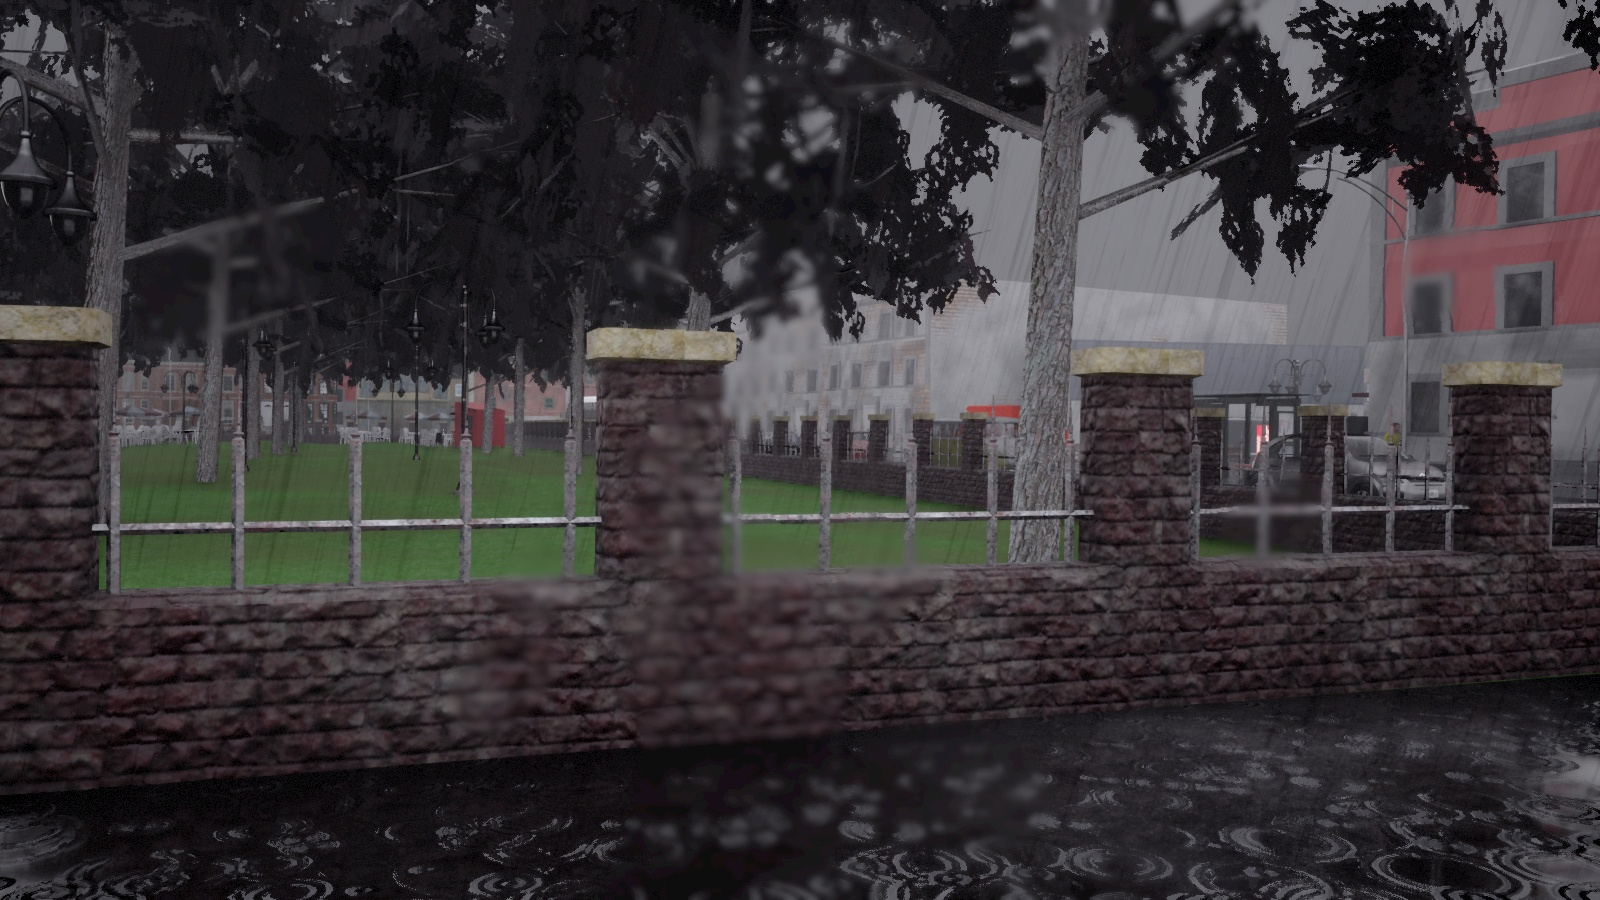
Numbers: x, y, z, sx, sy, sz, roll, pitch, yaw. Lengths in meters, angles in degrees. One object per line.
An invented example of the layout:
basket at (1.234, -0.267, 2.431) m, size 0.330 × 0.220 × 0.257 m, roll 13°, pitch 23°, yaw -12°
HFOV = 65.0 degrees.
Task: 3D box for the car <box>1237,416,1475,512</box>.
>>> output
car at (10.278, 0.202, 23.553) m, size 1.851 × 1.617 × 3.988 m, roll -1°, pitch 1°, yaw -19°

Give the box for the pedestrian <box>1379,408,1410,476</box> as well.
pedestrian at (16.138, -0.221, 34.090) m, size 0.354 × 1.836 × 0.706 m, roll -1°, pitch 1°, yaw -19°

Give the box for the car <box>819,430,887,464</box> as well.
car at (2.397, -0.151, 57.621) m, size 1.845 × 1.501 × 3.633 m, roll -1°, pitch 1°, yaw -20°

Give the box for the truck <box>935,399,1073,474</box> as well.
truck at (7.093, -0.488, 44.394) m, size 2.627 × 2.467 × 5.204 m, roll -1°, pitch 1°, yaw -20°

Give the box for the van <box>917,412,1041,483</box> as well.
van at (5.272, -0.121, 37.591) m, size 1.775 × 1.987 × 4.442 m, roll -1°, pitch 1°, yaw -20°

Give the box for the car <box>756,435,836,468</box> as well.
car at (-0.240, 0.037, 53.104) m, size 1.895 × 1.301 × 4.718 m, roll -1°, pitch 1°, yaw -20°

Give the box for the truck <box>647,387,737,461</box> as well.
truck at (-6.110, -1.432, 69.514) m, size 2.891 × 3.827 × 8.468 m, roll -1°, pitch 1°, yaw -20°
